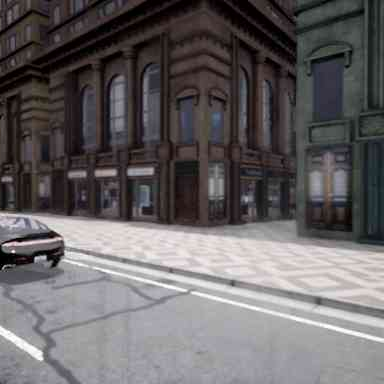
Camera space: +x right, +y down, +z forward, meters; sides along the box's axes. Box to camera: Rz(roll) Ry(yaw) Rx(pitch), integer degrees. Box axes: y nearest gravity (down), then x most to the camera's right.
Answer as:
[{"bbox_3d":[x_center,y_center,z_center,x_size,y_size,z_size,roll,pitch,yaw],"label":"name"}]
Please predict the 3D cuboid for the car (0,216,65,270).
[{"bbox_3d":[-5.702,1.479,9.965,4.902,1.511,2.128,0,0,40],"label":"car"}]
